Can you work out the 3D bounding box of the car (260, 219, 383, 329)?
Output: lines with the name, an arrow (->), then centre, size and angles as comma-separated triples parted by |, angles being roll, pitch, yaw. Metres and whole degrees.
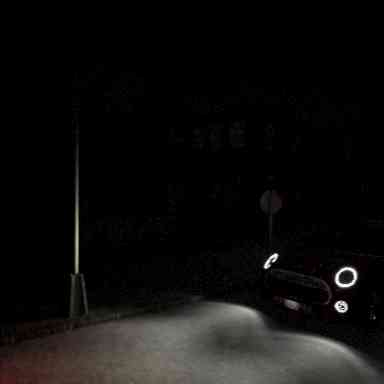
car -> 3.584, 1.402, 7.154 | 4.553, 1.767, 2.097 | 1, 0, -35
